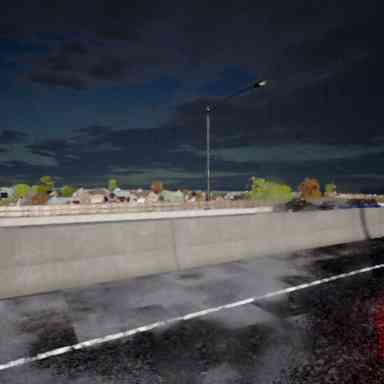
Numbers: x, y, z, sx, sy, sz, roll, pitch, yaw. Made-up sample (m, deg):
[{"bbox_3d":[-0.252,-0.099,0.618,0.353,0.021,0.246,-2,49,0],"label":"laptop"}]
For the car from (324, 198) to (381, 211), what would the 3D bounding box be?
[{"bbox_3d":[12.680,1.281,25.640,4.553,1.767,2.097,0,0,-34],"label":"car"}]

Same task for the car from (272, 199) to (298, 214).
[{"bbox_3d":[9.864,1.428,32.197,4.892,1.490,1.837,0,0,-34],"label":"car"}]

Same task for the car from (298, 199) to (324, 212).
[{"bbox_3d":[11.702,1.489,29.213,4.181,1.385,1.994,0,0,-34],"label":"car"}]
